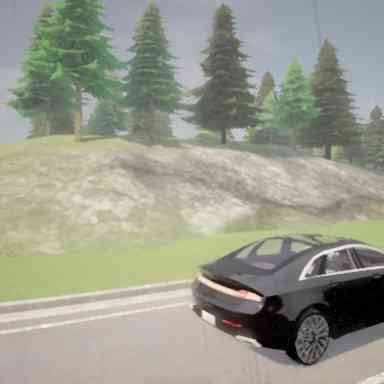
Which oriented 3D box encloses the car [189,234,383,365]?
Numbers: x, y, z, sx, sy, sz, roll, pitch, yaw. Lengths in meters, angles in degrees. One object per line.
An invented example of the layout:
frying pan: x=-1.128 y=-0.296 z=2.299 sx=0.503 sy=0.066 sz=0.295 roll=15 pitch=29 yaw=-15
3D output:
car: x=2.309 y=1.494 z=5.768 sx=4.902 sy=1.511 sz=2.128 roll=0 pitch=0 yaw=-30
